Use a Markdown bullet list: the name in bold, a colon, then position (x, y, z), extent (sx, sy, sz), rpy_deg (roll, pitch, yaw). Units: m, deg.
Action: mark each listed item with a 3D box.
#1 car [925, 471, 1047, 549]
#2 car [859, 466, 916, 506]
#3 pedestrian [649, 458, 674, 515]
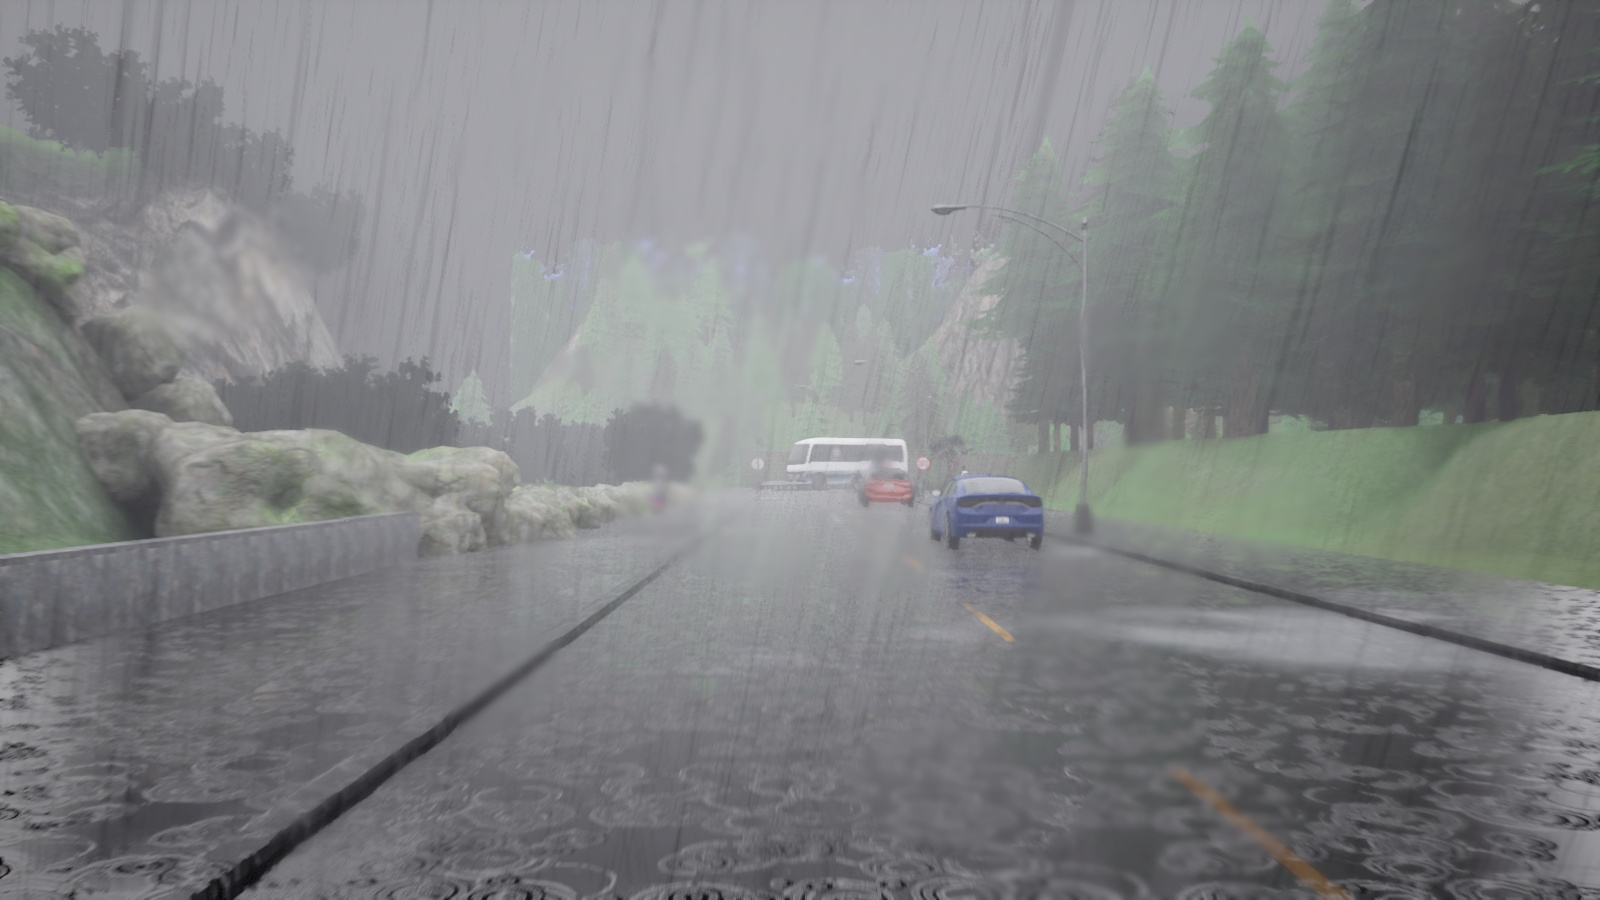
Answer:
- **car**: position (3.930, 1.232, 27.319), extent (1.882, 1.535, 5.008), rpy_deg (0, -1, 0)
- **car**: position (3.854, 1.578, 56.055), extent (2.242, 1.667, 4.611), rpy_deg (0, -1, 0)
- **pedestrian**: position (-4.785, 1.268, 43.406), extent (0.659, 1.952, 0.873), rpy_deg (0, -1, 7)
